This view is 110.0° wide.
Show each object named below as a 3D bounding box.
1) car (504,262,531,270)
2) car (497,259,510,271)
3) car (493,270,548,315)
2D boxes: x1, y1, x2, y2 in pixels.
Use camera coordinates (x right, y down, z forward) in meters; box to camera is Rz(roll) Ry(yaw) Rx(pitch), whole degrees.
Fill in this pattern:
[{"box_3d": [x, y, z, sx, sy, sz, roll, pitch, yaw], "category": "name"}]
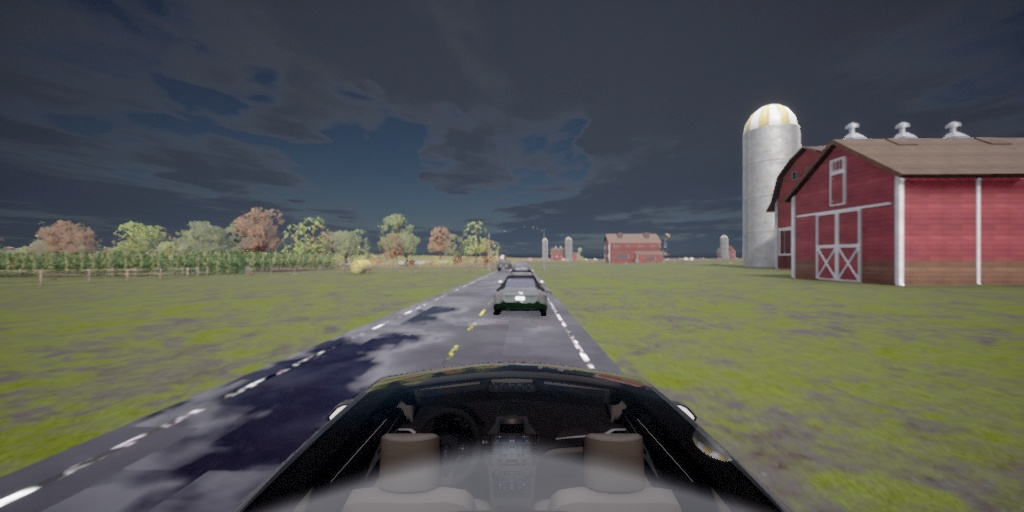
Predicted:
[{"box_3d": [0.780, 1.498, 29.112, 2.128, 1.511, 4.902, 0, 0, 2], "category": "car"}, {"box_3d": [-1.213, 1.487, 58.493, 2.150, 2.045, 5.566, 0, -1, 2], "category": "car"}, {"box_3d": [0.352, 1.434, 14.255, 1.994, 1.385, 4.181, 0, 0, 2], "category": "car"}]
